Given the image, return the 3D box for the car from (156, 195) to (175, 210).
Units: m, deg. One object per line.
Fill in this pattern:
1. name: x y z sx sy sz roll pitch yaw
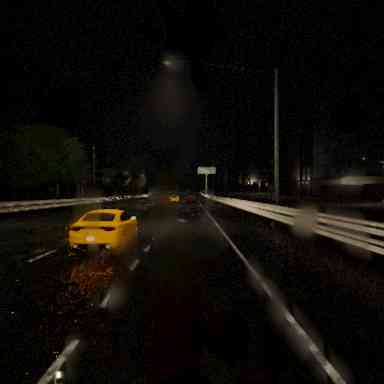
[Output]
1. car: -3.622 1.490 43.679 1.882 1.535 5.008 0 0 0

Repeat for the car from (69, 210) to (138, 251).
1. car: -3.519 1.475 14.026 1.882 1.535 5.008 0 0 0

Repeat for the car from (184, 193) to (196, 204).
1. car: -0.149 1.501 65.187 1.882 1.535 5.008 0 0 0

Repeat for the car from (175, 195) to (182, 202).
1. car: -3.816 1.504 73.727 1.882 1.535 5.008 0 0 0
